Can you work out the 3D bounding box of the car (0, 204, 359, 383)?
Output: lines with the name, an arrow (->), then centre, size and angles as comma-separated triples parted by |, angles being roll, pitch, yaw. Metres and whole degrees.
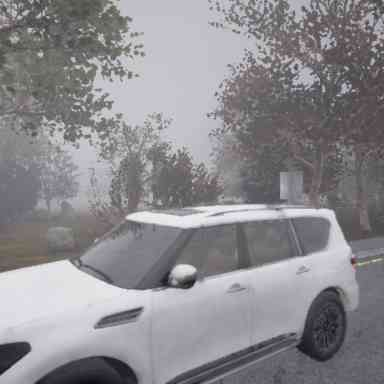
car -> -0.044, 1.221, 4.390 | 5.566, 2.045, 2.150 | 0, 0, -35
